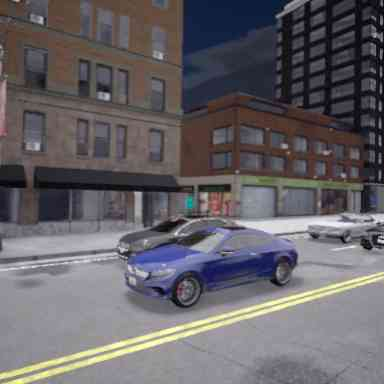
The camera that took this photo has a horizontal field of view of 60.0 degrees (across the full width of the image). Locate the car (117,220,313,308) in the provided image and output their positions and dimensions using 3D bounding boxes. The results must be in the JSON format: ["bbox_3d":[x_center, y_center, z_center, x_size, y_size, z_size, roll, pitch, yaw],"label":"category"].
[{"bbox_3d":[0.693,1.585,8.151,4.674,1.442,1.812,1,0,-35],"label":"car"}]

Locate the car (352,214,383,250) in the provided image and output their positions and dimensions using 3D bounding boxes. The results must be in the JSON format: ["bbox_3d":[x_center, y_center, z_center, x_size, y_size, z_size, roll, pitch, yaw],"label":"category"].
[{"bbox_3d":[8.888,1.735,13.893,4.181,1.385,1.994,1,0,-35],"label":"car"}]

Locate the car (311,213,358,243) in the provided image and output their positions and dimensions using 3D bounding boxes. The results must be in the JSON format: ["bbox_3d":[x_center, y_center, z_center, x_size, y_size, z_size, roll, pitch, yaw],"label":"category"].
[{"bbox_3d":[8.085,1.787,17.313,4.718,1.301,1.895,1,0,-35],"label":"car"}]

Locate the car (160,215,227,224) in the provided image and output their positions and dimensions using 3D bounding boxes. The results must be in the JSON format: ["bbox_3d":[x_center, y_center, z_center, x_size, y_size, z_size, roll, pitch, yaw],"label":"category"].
[{"bbox_3d":[-0.144,1.578,11.529,4.892,1.490,1.837,1,0,-35],"label":"car"}]
